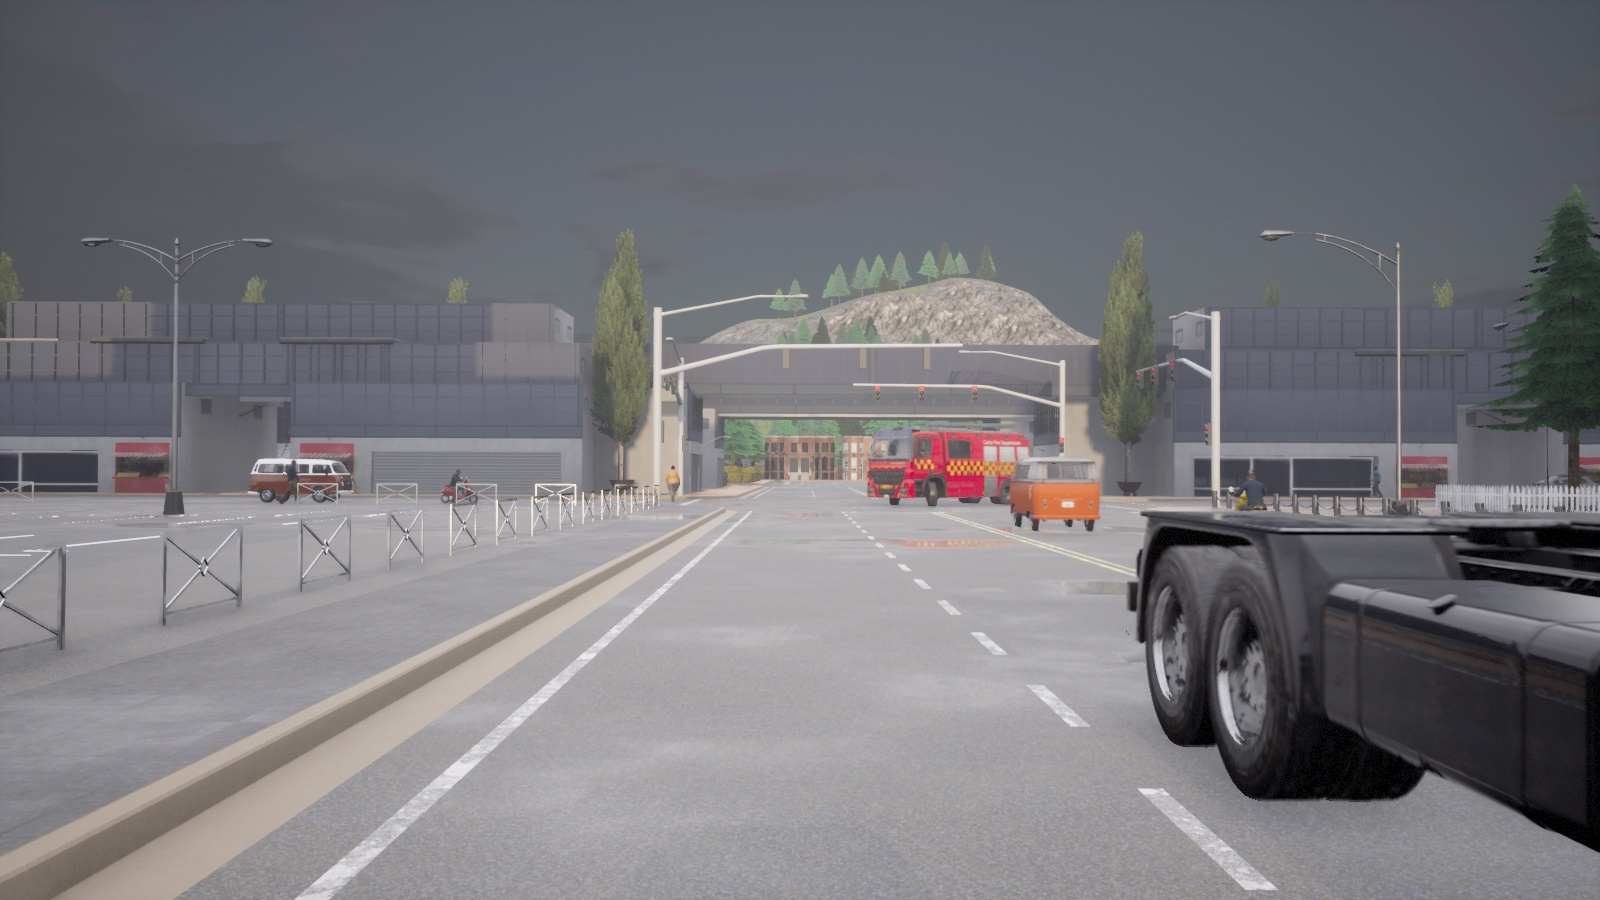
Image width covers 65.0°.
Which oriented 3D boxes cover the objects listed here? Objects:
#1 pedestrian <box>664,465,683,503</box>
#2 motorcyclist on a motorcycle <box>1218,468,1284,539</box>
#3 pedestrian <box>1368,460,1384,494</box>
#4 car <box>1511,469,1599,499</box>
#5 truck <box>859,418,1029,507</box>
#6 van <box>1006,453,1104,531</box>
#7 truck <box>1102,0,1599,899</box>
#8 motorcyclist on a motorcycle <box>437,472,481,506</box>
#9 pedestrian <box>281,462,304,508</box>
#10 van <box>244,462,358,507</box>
[{"bbox_3d":[-6.179,1.647,61.273,0.874,1.855,0.900,0,-1,-8],"label":"pedestrian"},{"bbox_3d":[10.435,1.214,29.105,0.866,1.590,1.817,0,-1,0],"label":"motorcyclist on a motorcycle"},{"bbox_3d":[32.260,1.523,70.363,0.692,1.930,0.396,0,-1,7],"label":"pedestrian"},{"bbox_3d":[39.367,1.767,65.406,3.633,1.501,1.845,0,-1,0],"label":"car"},{"bbox_3d":[6.824,0.600,58.386,8.468,3.827,2.891,1,-2,-42],"label":"truck"},{"bbox_3d":[6.923,1.119,34.563,1.775,1.987,4.442,0,-1,0],"label":"van"},{"bbox_3d":[3.496,-0.106,4.512,2.891,3.462,7.936,0,-1,0],"label":"truck"},{"bbox_3d":[-15.840,1.808,58.317,1.817,1.590,0.866,0,-1,1],"label":"motorcyclist on a motorcycle"},{"bbox_3d":[-20.199,1.391,49.993,0.726,1.842,0.402,0,-1,-2],"label":"pedestrian"},{"bbox_3d":[-23.202,1.611,58.494,4.480,2.038,2.069,0,-1,1],"label":"van"}]
